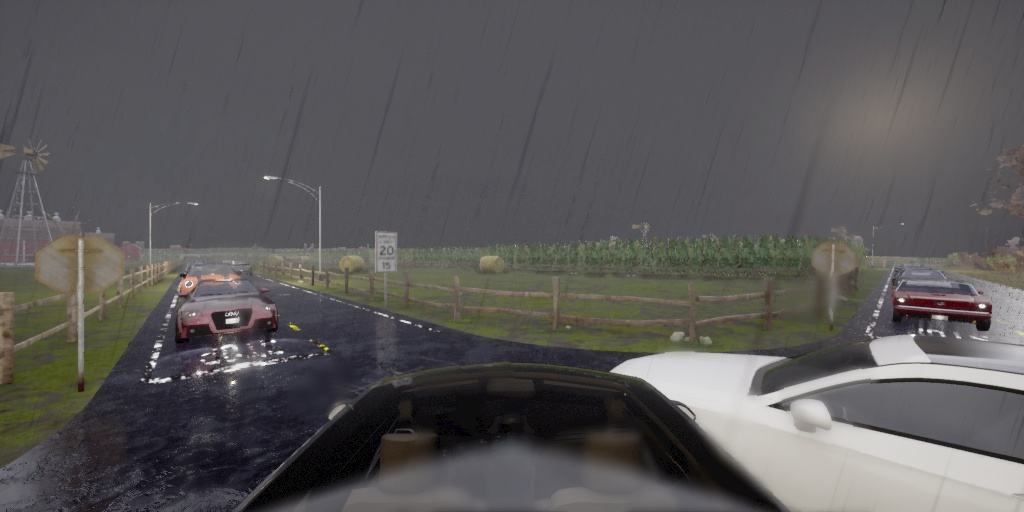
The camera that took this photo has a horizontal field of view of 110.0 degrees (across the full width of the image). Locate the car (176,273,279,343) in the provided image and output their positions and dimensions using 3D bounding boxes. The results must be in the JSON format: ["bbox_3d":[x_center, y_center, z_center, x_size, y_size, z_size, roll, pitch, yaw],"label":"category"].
[{"bbox_3d":[-7.955,1.355,9.962,1.994,1.385,4.181,0,0,-43],"label":"car"}]

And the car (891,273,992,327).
[{"bbox_3d":[13.501,1.398,11.470,4.718,1.301,1.895,0,1,-43],"label":"car"}]

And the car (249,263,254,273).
[{"bbox_3d":[-27.036,1.282,35.645,2.128,1.511,4.902,0,0,-42],"label":"car"}]

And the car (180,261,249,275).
[{"bbox_3d":[-13.741,1.140,16.436,2.097,1.767,4.553,0,0,-42],"label":"car"}]

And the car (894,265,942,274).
[{"bbox_3d":[20.568,1.363,18.044,5.357,1.411,2.033,0,1,-43],"label":"car"}]

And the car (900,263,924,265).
[{"bbox_3d":[27.313,1.401,24.310,4.181,1.385,1.994,0,1,-43],"label":"car"}]

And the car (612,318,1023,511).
[{"bbox_3d":[2.836,1.294,2.391,1.812,1.442,4.674,0,1,-44],"label":"car"}]
